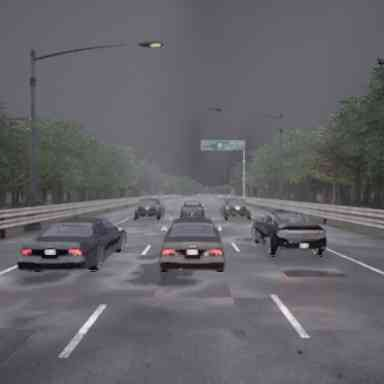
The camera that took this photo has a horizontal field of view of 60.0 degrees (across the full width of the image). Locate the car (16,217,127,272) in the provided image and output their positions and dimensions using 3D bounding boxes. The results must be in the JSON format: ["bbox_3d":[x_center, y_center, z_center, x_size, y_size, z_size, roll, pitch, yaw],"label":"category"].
[{"bbox_3d":[-3.476,1.528,10.705,2.033,1.411,5.357,0,0,0],"label":"car"}]

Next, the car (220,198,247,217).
[{"bbox_3d":[3.551,1.310,27.787,2.097,1.767,4.553,0,0,1],"label":"car"}]

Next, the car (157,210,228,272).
[{"bbox_3d":[0.024,1.528,10.705,2.033,1.411,5.357,0,0,0],"label":"car"}]

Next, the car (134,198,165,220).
[{"bbox_3d":[-3.448,1.310,27.787,2.097,1.767,4.553,0,0,1],"label":"car"}]

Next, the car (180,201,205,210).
[{"bbox_3d":[0.053,1.451,27.855,2.128,1.511,4.902,0,0,0],"label":"car"}]

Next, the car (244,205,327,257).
[{"bbox_3d":[3.549,1.469,12.871,2.128,1.511,4.902,0,0,1],"label":"car"}]
